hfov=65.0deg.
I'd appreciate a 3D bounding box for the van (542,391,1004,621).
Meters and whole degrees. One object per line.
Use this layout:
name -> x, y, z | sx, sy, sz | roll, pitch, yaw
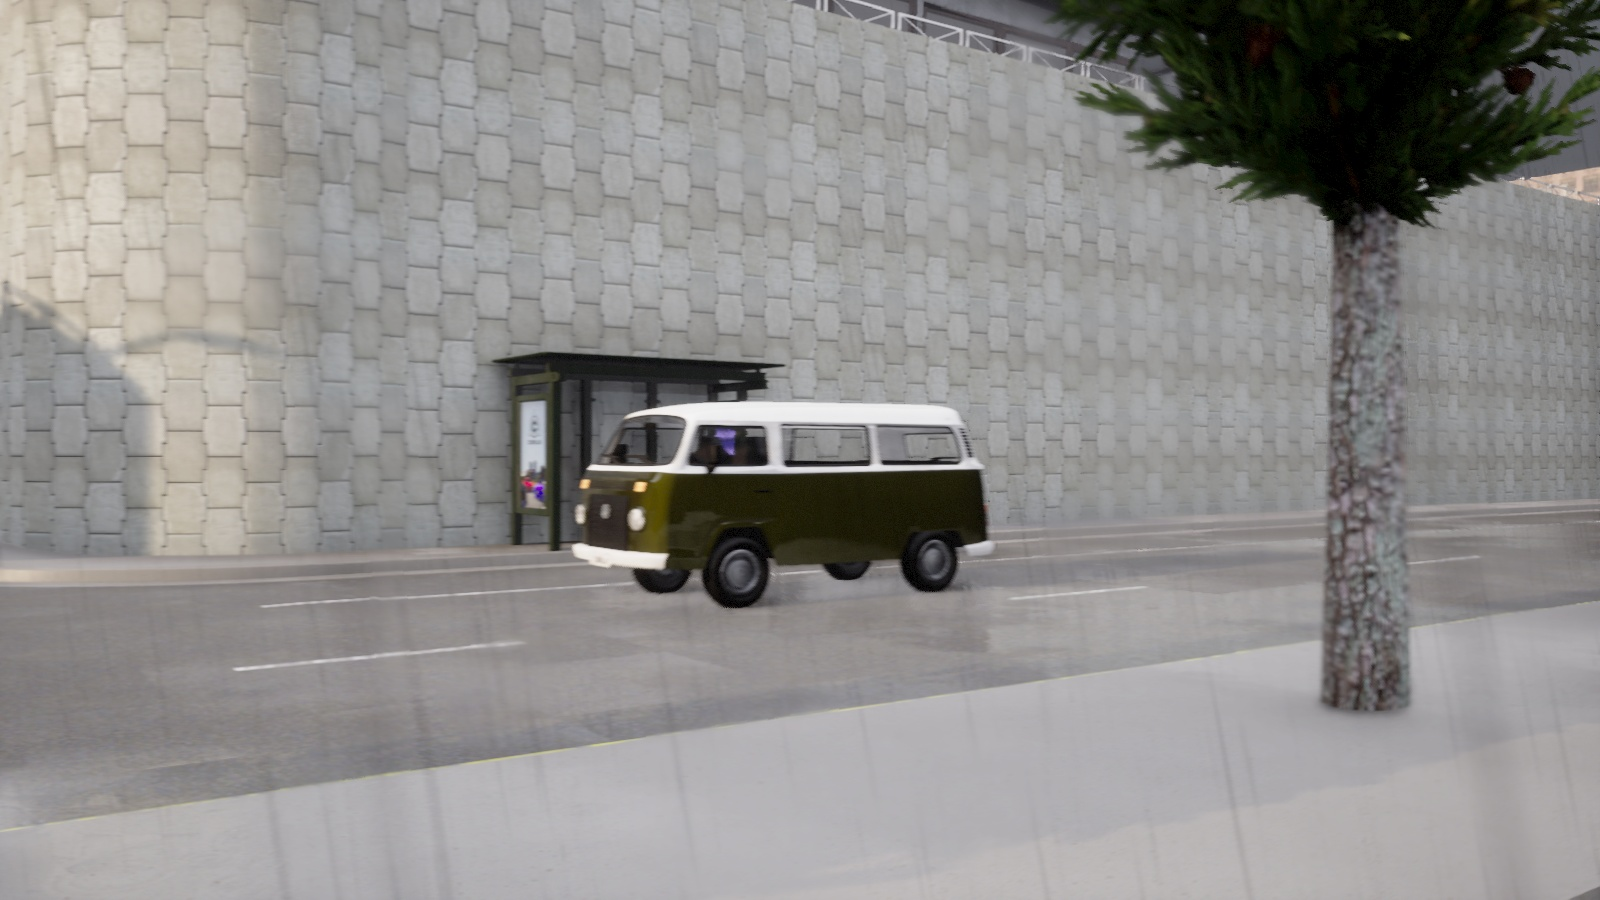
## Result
van -> -0.208, 0.501, 13.262 | 4.480, 2.038, 2.069 | 0, 0, -35
